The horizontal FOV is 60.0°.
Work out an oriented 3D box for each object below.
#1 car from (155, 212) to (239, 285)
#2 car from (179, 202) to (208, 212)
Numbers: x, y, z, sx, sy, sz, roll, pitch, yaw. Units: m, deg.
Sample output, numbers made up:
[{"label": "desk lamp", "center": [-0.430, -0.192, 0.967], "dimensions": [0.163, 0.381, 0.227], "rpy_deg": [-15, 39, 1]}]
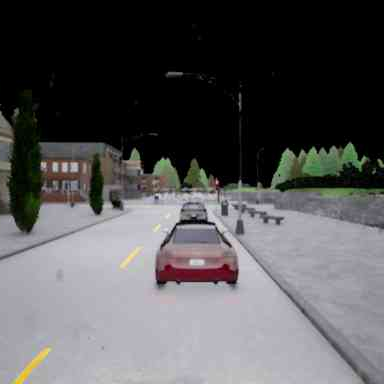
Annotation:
[{"label": "car", "center": [0.101, 1.489, 9.265], "dimensions": [1.994, 1.385, 4.181], "rpy_deg": [0, 0, 0]}, {"label": "car", "center": [0.095, 1.375, 21.552], "dimensions": [2.033, 1.411, 5.357], "rpy_deg": [0, 0, 0]}]
